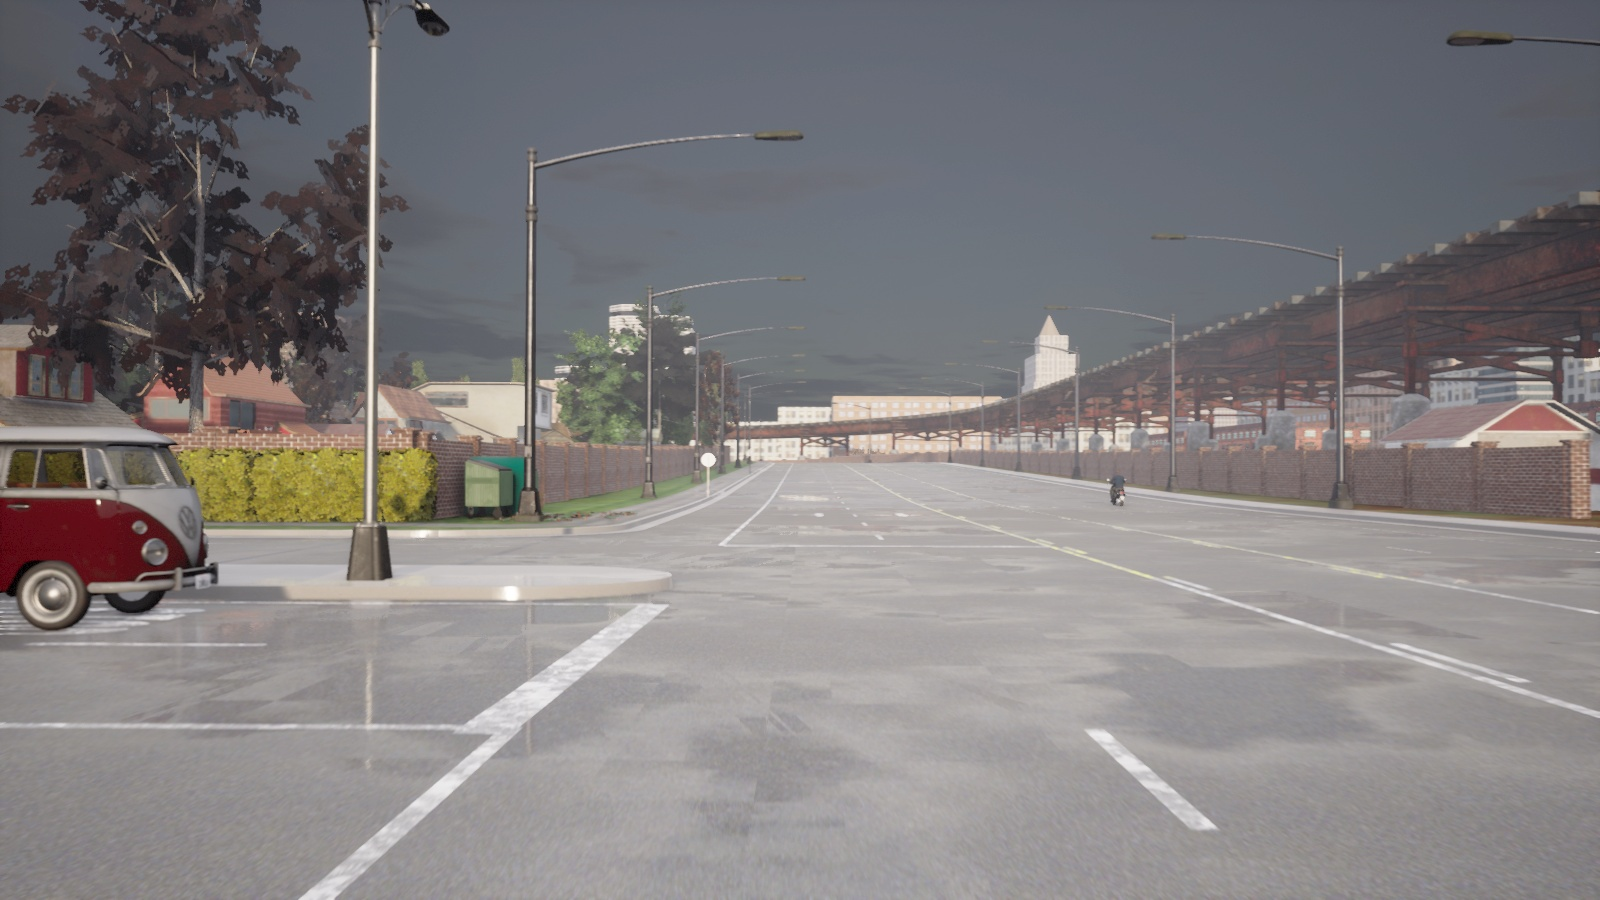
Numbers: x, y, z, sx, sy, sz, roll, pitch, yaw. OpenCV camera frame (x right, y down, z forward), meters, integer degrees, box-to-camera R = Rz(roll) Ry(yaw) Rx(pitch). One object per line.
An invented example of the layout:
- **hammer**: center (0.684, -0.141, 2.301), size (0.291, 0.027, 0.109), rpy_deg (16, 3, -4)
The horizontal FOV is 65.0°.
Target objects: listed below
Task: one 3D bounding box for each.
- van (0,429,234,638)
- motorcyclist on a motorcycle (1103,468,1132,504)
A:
- **van**: center (-8.418, 0.817, 12.865), size (4.442, 1.987, 1.775), rpy_deg (0, -1, 0)
- **motorcyclist on a motorcycle**: center (14.242, 1.605, 56.376), size (0.866, 1.590, 1.817), rpy_deg (0, 0, 0)
